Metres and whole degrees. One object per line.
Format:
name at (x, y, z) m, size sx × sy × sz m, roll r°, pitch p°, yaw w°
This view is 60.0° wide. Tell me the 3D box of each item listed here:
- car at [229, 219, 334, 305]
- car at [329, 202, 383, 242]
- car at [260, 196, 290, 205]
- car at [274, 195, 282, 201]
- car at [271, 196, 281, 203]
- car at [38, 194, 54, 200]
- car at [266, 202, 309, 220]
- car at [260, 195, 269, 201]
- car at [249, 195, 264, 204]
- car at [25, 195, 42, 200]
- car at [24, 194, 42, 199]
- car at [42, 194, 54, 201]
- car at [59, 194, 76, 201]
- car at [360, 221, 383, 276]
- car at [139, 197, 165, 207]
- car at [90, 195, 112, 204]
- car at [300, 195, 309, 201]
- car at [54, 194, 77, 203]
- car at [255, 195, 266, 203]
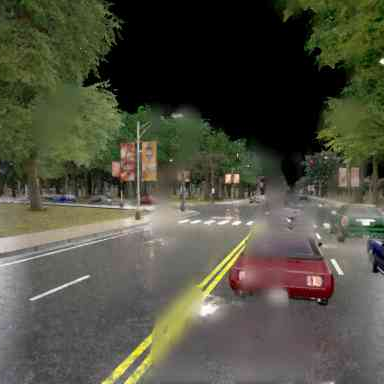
car at (2.222, 1.601, 8.185) m, size 1.895 × 1.301 × 4.718 m, roll 0°, pitch 0°, yaw 17°
car at (8.010, 1.352, 16.197) m, size 2.097 × 1.767 × 4.553 m, roll 0°, pitch 0°, yaw 17°
car at (13.028, 1.597, 50.885) m, size 4.718 × 1.301 × 1.895 m, roll 0°, pitch 0°, yaw -40°
car at (21.292, 1.488, 82.341) m, size 1.882 × 1.535 × 5.008 m, roll 0°, pitch 0°, yaw 17°
car at (18.267, 1.603, 72.422) m, size 1.895 × 1.301 × 4.718 m, roll 0°, pitch 0°, yaw 17°
car at (-37.337, 1.223, 85.100) m, size 4.674 × 1.442 × 1.812 m, roll 0°, pitch 0°, yaw 40°
car at (4.873, 1.505, 17.057) m, size 1.837 × 1.490 × 4.892 m, roll 0°, pitch 0°, yaw 17°
car at (18.069, 1.534, 82.912) m, size 1.812 × 1.442 × 4.674 m, roll 0°, pitch 0°, yaw 17°
car at (12.151, 1.553, 63.643) m, size 2.033 × 1.411 × 5.357 m, roll 0°, pitch 0°, yaw 18°
car at (-39.304, 1.295, 82.508) m, size 4.718 × 1.301 × 1.895 m, roll 0°, pitch 0°, yaw 40°
car at (-36.493, 1.231, 75.914) m, size 4.902 × 1.511 × 2.128 m, roll 0°, pitch 0°, yaw 40°
car at (-31.320, 1.262, 75.820) m, size 4.902 × 1.511 × 2.128 m, roll 0°, pitch 0°, yaw 40°
car at (-29.463, 1.259, 78.504) m, size 4.674 × 1.442 × 1.812 m, roll 0°, pitch 0°, yaw 40°
car at (5.432, 1.601, 7.585) m, size 1.895 × 1.301 × 4.718 m, roll 0°, pitch 0°, yaw 16°
car at (-6.208, 1.426, 50.421) m, size 4.674 × 1.442 × 1.812 m, roll 0°, pitch 0°, yaw 40°
car at (-16.035, 1.329, 58.669) m, size 4.902 × 1.511 × 2.128 m, roll 0°, pitch 0°, yaw 40°
car at (30.400, 1.519, 89.918) m, size 1.837 × 1.490 × 4.892 m, roll 0°, pitch 0°, yaw 17°
car at (-24.829, 1.260, 66.143) m, size 5.008 × 1.535 × 1.882 m, roll 0°, pitch 0°, yaw 40°
car at (15.073, 1.486, 73.094) m, size 1.882 × 1.535 × 5.008 m, roll 0°, pitch 0°, yaw 17°
